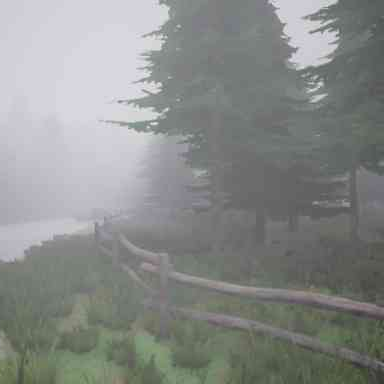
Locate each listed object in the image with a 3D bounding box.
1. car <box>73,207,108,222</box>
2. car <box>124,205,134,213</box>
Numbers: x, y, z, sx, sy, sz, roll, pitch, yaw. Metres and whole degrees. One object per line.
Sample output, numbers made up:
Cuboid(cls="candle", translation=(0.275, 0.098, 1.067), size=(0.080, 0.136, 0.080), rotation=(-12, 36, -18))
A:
Cuboid(cls="car", translation=(-9.807, 2.176, 32.797), size=(2.033, 1.411, 5.357), rotation=(0, -1, 4))
Cuboid(cls="car", translation=(-7.779, 2.417, 45.680), size=(1.994, 1.385, 4.181), rotation=(0, -1, 13))
